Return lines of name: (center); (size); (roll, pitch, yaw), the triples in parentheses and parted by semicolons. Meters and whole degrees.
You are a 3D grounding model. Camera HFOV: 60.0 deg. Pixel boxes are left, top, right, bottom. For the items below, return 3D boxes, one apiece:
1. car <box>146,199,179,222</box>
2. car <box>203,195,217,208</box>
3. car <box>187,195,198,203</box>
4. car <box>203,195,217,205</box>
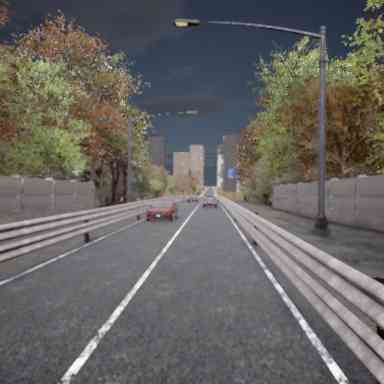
car: (-2.069, 1.273, 24.380); (1.882, 1.535, 5.008); (0, 0, 3)
car: (2.308, 1.278, 42.963); (2.033, 1.411, 5.357); (0, 0, 3)
car: (0.225, 1.354, 64.609); (1.994, 1.385, 4.181); (0, 0, 4)
car: (2.874, 1.236, 53.228); (2.128, 1.511, 4.902); (0, 0, 3)
